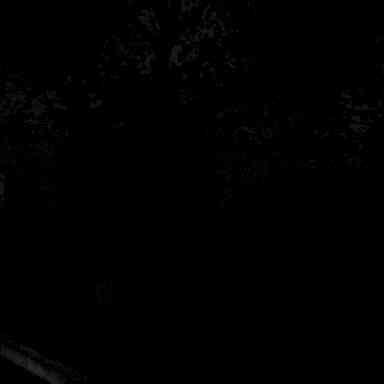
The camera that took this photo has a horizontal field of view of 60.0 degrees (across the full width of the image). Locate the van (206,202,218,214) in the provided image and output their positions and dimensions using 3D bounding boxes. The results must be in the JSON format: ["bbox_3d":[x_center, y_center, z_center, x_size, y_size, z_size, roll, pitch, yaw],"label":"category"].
[{"bbox_3d":[2.053,2.180,49.194,1.878,1.987,4.442,0,0,35],"label":"van"}]
